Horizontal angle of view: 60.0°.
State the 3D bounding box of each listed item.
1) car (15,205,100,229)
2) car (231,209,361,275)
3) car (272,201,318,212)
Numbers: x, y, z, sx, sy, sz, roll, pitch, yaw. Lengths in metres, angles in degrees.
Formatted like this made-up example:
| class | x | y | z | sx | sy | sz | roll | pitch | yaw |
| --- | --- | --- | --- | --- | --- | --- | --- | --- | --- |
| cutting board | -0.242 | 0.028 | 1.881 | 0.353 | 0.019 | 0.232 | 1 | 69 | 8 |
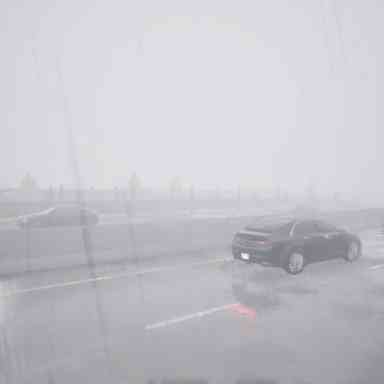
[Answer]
| class | x | y | z | sx | sy | sz | roll | pitch | yaw |
| --- | --- | --- | --- | --- | --- | --- | --- | --- | --- |
| car | -7.891 | 1.520 | 19.837 | 4.674 | 1.442 | 1.812 | 0 | 0 | -36 |
| car | 3.420 | 1.500 | 10.472 | 4.892 | 1.490 | 1.837 | 0 | 0 | -35 |
| car | 8.483 | 1.514 | 27.203 | 4.674 | 1.442 | 1.812 | 0 | 0 | -35 |
